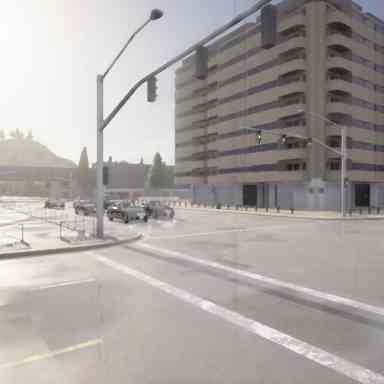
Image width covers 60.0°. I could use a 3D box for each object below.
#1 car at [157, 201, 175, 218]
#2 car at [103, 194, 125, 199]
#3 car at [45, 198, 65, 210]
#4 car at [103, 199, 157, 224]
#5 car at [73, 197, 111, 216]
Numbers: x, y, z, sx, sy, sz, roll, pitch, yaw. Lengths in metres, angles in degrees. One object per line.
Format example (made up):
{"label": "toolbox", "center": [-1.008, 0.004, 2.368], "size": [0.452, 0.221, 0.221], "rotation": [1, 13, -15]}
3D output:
{"label": "car", "center": [-3.365, 1.546, 29.522], "size": [2.128, 1.511, 4.902], "rotation": [0, 0, -35]}
{"label": "car", "center": [-9.065, 1.276, 37.573], "size": [2.150, 2.045, 5.566], "rotation": [0, 0, -35]}
{"label": "car", "center": [-18.575, 1.545, 44.980], "size": [2.128, 1.511, 4.902], "rotation": [0, 0, -35]}
{"label": "car", "center": [-5.032, 1.546, 25.819], "size": [2.128, 1.511, 4.902], "rotation": [0, 0, -35]}
{"label": "car", "center": [-10.279, 1.546, 33.231], "size": [2.128, 1.511, 4.902], "rotation": [0, 0, -35]}
